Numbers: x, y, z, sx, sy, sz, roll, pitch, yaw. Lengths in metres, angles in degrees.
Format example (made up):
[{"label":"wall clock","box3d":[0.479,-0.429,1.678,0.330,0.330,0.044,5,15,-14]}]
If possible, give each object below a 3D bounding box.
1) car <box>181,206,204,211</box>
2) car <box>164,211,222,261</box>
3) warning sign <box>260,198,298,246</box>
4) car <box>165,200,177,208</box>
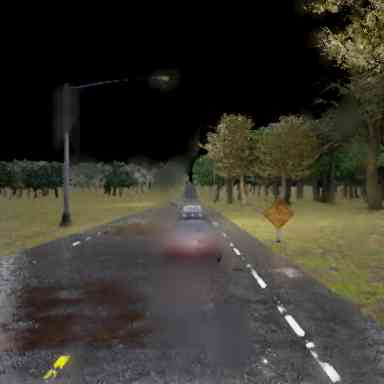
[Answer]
[{"label":"car","box3d":[0.048,1.774,26.992,1.895,1.301,4.718,0,0,1]},{"label":"car","box3d":[0.050,1.641,12.645,1.994,1.385,4.181,0,0,1]},{"label":"warning sign","box3d":[3.565,1.198,13.745,1.300,1.860,1.060,1,0,0]},{"label":"car","box3d":[-3.530,2.049,56.987,1.895,1.301,4.718,0,-1,1]}]
